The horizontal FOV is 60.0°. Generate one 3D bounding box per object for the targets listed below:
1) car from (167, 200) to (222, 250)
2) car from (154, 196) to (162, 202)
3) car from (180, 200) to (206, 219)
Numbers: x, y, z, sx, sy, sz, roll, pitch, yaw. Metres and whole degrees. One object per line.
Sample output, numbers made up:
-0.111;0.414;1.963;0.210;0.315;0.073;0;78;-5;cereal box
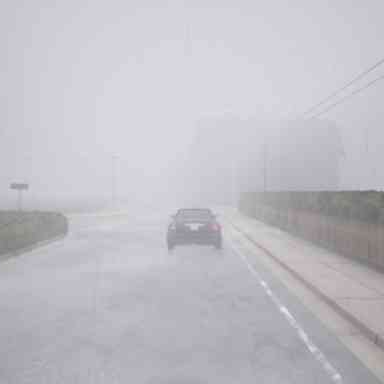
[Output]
0.091;1.362;14.457;2.097;1.767;4.553;0;0;0;car
-8.152;1.655;80.534;1.895;1.301;4.718;0;0;-3;car
0.088;1.514;30.351;2.128;1.511;4.902;0;0;0;car
